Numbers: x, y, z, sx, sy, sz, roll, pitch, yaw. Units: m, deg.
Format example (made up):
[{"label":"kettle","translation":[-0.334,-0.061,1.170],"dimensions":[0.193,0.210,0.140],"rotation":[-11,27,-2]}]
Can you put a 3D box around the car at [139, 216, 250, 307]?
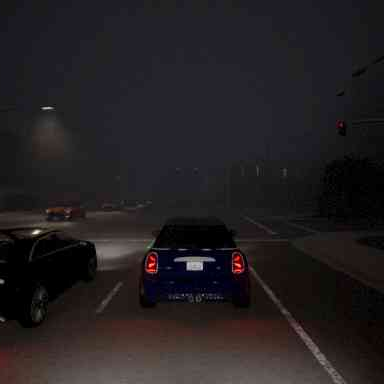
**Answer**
[{"label":"car","translation":[0.058,1.364,8.133],"dimensions":[2.097,1.767,4.553],"rotation":[0,0,0]}]

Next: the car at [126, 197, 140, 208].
[{"label":"car","translation":[-10.688,1.731,56.986],"dimensions":[2.097,1.767,4.553],"rotation":[0,0,0]}]

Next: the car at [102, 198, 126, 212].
[{"label":"car","translation":[-10.683,1.816,44.879],"dimensions":[1.882,1.535,5.008],"rotation":[0,-1,0]}]

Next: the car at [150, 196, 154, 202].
[{"label":"car","translation":[-10.655,1.637,82.860],"dimensions":[2.128,1.511,4.902],"rotation":[0,0,0]}]

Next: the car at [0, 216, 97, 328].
[{"label":"car","translation":[-3.447,1.503,6.993],"dimensions":[2.128,1.511,4.902],"rotation":[0,0,0]}]

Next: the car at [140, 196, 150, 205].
[{"label":"car","translation":[-10.629,1.764,68.718],"dimensions":[2.128,1.511,4.902],"rotation":[0,1,0]}]

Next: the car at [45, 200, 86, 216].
[{"label":"car","translation":[-10.653,1.525,28.270],"dimensions":[2.097,1.767,4.553],"rotation":[0,-1,0]}]
